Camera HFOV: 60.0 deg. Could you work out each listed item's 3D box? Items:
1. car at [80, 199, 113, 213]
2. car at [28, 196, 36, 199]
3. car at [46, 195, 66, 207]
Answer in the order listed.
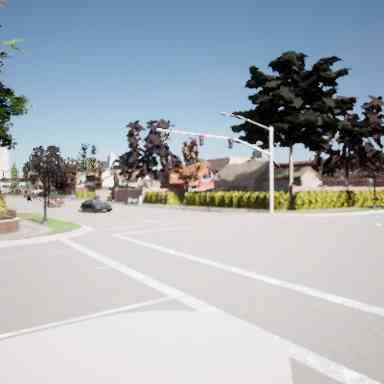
[{"bbox_3d":[-10.173,1.445,35.116,2.033,1.411,5.357,-1,0,-36],"label":"car"},{"bbox_3d":[-29.216,1.074,61.529,2.128,1.511,4.902,-1,0,-36],"label":"car"},{"bbox_3d":[-20.046,1.248,48.745,2.097,1.767,4.553,-1,0,-36],"label":"car"}]
